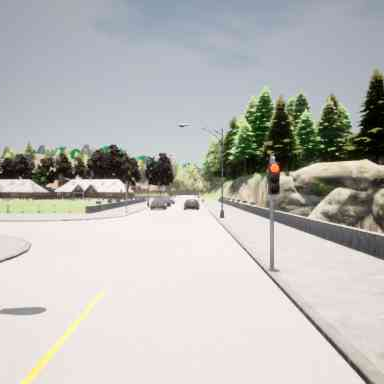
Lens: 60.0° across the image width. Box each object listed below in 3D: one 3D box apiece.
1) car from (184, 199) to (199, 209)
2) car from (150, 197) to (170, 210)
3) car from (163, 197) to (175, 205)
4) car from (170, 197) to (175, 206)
[{"bbox_3d":[-0.060,1.564,44.325,1.994,1.385,4.181,0,0,0],"label":"car"},{"bbox_3d":[-4.214,1.526,42.633,1.812,1.442,4.674,0,0,-1],"label":"car"},{"bbox_3d":[-4.225,1.601,62.154,1.895,1.301,4.718,0,0,0],"label":"car"},{"bbox_3d":[-4.233,1.547,52.341,2.033,1.411,5.357,0,0,-1],"label":"car"}]
